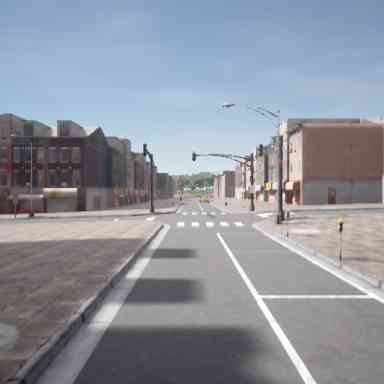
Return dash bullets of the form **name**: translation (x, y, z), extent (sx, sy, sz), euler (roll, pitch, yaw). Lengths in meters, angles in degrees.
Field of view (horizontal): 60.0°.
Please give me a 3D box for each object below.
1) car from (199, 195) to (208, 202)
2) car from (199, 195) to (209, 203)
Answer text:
- **car**: translation (2.988, 1.625, 85.486), extent (2.097, 1.767, 4.553), euler (0, 0, 0)
- **car**: translation (3.025, 1.688, 78.705), extent (1.801, 1.575, 5.366), euler (0, 0, 0)
